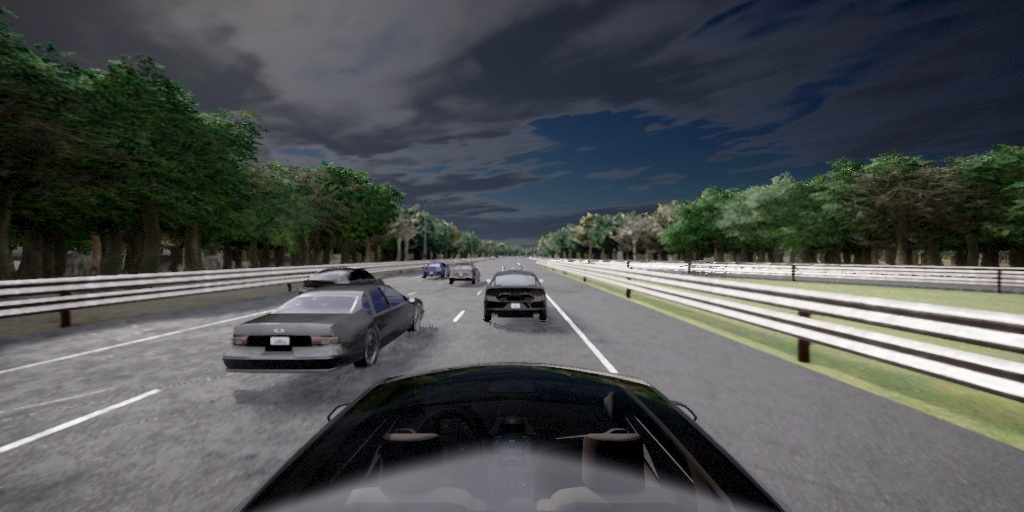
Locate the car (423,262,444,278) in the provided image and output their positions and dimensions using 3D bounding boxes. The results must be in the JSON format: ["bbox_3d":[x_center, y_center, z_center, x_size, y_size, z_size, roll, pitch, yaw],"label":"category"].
[{"bbox_3d":[-6.901,1.251,33.014,1.812,1.442,4.674,0,1,0],"label":"car"}]

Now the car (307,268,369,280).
[{"bbox_3d":[-6.894,1.235,15.023,1.837,1.490,4.892,1,0,0],"label":"car"}]

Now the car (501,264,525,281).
[{"bbox_3d":[0.098,1.339,30.377,1.895,1.301,4.718,0,0,0],"label":"car"}]

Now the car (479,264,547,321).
[{"bbox_3d":[0.100,1.218,12.382,1.882,1.535,5.008,0,0,0],"label":"car"}]

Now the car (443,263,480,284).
[{"bbox_3d":[-3.402,1.284,26.419,2.033,1.411,5.357,0,0,0],"label":"car"}]

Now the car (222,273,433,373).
[{"bbox_3d":[-3.396,1.291,7.771,2.033,1.411,5.357,0,0,0],"label":"car"}]

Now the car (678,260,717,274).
[{"bbox_3d":[22.498,1.340,43.691,2.033,1.649,4.856,0,0,-20],"label":"car"}]
